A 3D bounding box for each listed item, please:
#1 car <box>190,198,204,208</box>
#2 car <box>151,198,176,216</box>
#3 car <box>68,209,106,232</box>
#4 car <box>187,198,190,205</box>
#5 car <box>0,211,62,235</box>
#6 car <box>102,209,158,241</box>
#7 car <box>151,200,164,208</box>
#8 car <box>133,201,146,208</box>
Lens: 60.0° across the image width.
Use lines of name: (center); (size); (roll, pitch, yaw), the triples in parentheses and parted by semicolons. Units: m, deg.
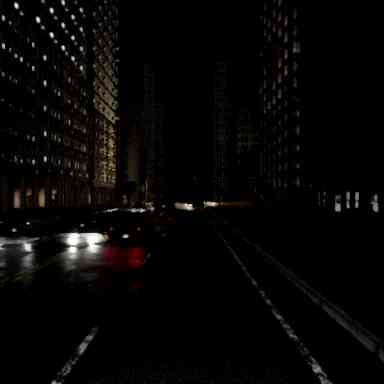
car: (1.119, 2.112, 62.802); (2.097, 1.767, 4.553); (0, -1, 0)
car: (-3.162, 1.702, 39.615); (2.150, 2.045, 5.566); (0, -1, 0)
car: (-6.604, 1.831, 21.974); (1.994, 1.385, 4.181); (0, -1, 0)
car: (-0.023, 2.198, 79.367); (2.097, 1.767, 4.553); (0, -1, 0)
car: (-9.856, 1.851, 20.661); (1.895, 1.301, 4.718); (0, -1, 0)
car: (-3.155, 1.820, 17.990); (1.895, 1.301, 4.718); (0, -1, 0)
car: (-6.540, 2.293, 63.388); (1.812, 1.442, 4.674); (0, -1, 1)
car: (-9.791, 2.351, 61.926); (1.895, 1.301, 4.718); (0, -1, 1)
